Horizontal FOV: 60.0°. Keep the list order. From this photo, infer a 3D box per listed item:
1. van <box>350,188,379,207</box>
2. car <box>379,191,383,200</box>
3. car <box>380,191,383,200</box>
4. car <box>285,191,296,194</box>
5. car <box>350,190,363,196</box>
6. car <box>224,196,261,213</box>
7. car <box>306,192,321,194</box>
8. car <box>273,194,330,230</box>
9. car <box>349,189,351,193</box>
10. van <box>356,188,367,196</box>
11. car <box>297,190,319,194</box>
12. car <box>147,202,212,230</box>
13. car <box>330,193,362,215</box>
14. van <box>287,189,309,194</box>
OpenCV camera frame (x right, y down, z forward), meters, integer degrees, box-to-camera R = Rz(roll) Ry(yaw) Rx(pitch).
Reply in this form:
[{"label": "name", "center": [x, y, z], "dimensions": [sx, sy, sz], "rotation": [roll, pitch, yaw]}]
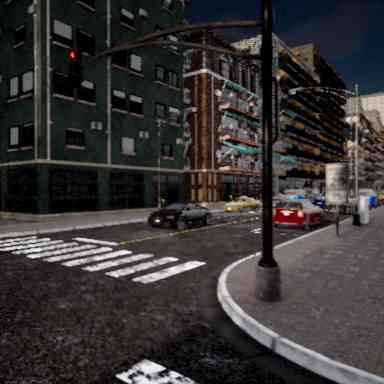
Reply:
[{"label": "van", "center": [18.781, 0.649, 36.146], "dimensions": [1.690, 1.788, 3.998], "rotation": [1, 1, 36]}, {"label": "car", "center": [28.979, 0.552, 49.991], "dimensions": [1.752, 1.417, 4.829], "rotation": [1, 1, 36]}, {"label": "car", "center": [32.244, 0.505, 54.422], "dimensions": [1.947, 1.339, 4.313], "rotation": [1, 1, 36]}, {"label": "car", "center": [9.377, 0.941, 36.671], "dimensions": [2.008, 1.369, 4.403], "rotation": [1, 1, 36]}, {"label": "car", "center": [36.326, 0.240, 73.249], "dimensions": [1.802, 1.307, 4.206], "rotation": [1, 1, 36]}, {"label": "car", "center": [4.608, 1.049, 30.218], "dimensions": [1.752, 1.417, 4.829], "rotation": [1, 1, 36]}, {"label": "car", "center": [13.006, 0.976, 32.480], "dimensions": [1.994, 1.385, 4.181], "rotation": [0, 1, 36]}, {"label": "car", "center": [5.975, 1.112, 18.549], "dimensions": [1.967, 1.590, 4.097], "rotation": [1, 1, 36]}, {"label": "car", "center": [32.958, 0.187, 68.674], "dimensions": [1.967, 1.590, 4.097], "rotation": [1, 1, 36]}, {"label": "van", "center": [39.695, -0.089, 77.816], "dimensions": [1.690, 1.788, 3.998], "rotation": [1, 1, 36]}, {"label": "car", "center": [14.710, 0.845, 39.715], "dimensions": [2.033, 1.411, 5.357], "rotation": [0, 1, 37]}, {"label": "car", "center": [-0.623, 1.294, 18.957], "dimensions": [1.994, 1.385, 4.181], "rotation": [0, 1, 36]}, {"label": "car", "center": [12.051, 1.047, 27.016], "dimensions": [2.008, 1.369, 4.403], "rotation": [1, 1, 36]}, {"label": "van", "center": [12.746, 0.637, 41.239], "dimensions": [1.690, 1.788, 3.998], "rotation": [1, 1, 36]}]
